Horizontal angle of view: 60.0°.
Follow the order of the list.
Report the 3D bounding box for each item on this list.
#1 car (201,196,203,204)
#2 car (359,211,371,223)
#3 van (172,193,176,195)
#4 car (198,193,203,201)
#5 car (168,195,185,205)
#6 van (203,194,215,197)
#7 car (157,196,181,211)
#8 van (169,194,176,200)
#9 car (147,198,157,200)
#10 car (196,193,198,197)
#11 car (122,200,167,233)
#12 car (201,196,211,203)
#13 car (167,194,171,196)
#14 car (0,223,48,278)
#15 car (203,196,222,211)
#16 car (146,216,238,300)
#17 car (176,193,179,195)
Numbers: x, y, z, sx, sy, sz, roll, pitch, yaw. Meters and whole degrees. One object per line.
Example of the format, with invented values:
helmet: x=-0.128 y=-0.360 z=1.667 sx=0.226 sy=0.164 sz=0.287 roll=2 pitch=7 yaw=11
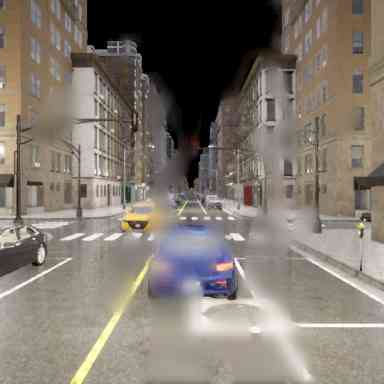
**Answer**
car: x=2.770 y=1.575 z=51.883 sx=1.802 sy=1.307 sz=4.206 roll=0 pitch=0 yaw=0
car: x=15.127 y=1.636 z=23.996 sx=5.357 sy=1.411 sz=2.033 roll=0 pitch=0 yaw=0
van: x=-5.235 y=1.331 z=78.933 sx=1.690 sy=1.788 sz=3.998 roll=0 pitch=0 yaw=0
car: x=2.800 y=1.307 z=62.696 sx=2.192 sy=1.841 sz=5.009 roll=0 pitch=0 yaw=0
car: x=-2.702 y=1.594 z=55.731 sx=1.895 sy=1.301 sz=4.718 roll=0 pitch=0 yaw=0
van: x=2.756 y=1.335 z=46.477 sx=1.690 sy=1.788 sz=3.998 roll=0 pitch=0 yaw=0
car: x=-2.750 y=1.559 z=40.449 sx=1.994 sy=1.385 sz=4.181 roll=0 pitch=0 yaw=0
van: x=-5.219 y=1.330 z=89.745 sx=1.690 sy=1.788 sz=3.998 roll=0 pitch=0 yaw=0
car: x=-5.301 y=1.546 z=35.683 sx=2.008 sy=1.369 sz=4.403 roll=0 pitch=0 yaw=0
car: x=2.888 y=1.533 z=95.133 sx=1.887 sy=1.381 sz=4.507 roll=0 pitch=0 yaw=0
car: x=-2.797 y=1.465 z=19.672 sx=1.882 sy=1.535 sz=5.008 roll=0 pitch=0 yaw=0
car: x=2.814 y=1.557 z=68.102 sx=1.947 sy=1.339 sz=4.313 roll=0 pitch=0 yaw=0
car: x=-5.268 y=1.433 z=57.308 sx=1.967 sy=1.590 sz=4.097 roll=0 pitch=0 yaw=0
car: x=-5.365 y=1.550 z=8.808 sx=2.008 sy=1.369 sz=4.403 roll=0 pitch=0 yaw=0
car: x=2.741 y=1.545 z=41.071 sx=2.008 sy=1.369 sz=4.403 roll=0 pitch=0 yaw=0
car: x=0.039 y=1.525 z=8.247 sx=1.812 sy=1.442 sz=4.674 roll=0 pitch=0 yaw=1
car: x=-5.227 y=1.305 z=84.339 sx=2.192 sy=1.841 sz=5.009 roll=0 pitch=0 yaw=0
